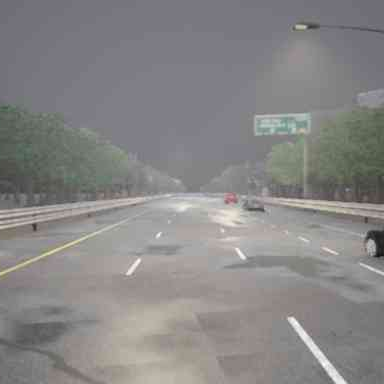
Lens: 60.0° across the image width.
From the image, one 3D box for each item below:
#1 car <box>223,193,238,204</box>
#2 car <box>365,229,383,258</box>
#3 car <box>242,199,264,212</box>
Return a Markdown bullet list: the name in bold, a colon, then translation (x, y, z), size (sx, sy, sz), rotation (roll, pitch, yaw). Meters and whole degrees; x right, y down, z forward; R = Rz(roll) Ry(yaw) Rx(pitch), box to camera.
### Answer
- **car**: translation (7.148, 1.178, 61.981), size (2.150, 2.045, 5.566), rotation (0, 0, 0)
- **car**: translation (7.006, 1.493, 9.677), size (1.882, 1.535, 5.008), rotation (0, 0, 0)
- **car**: translation (7.079, 1.541, 38.701), size (1.994, 1.385, 4.181), rotation (0, 0, 0)
